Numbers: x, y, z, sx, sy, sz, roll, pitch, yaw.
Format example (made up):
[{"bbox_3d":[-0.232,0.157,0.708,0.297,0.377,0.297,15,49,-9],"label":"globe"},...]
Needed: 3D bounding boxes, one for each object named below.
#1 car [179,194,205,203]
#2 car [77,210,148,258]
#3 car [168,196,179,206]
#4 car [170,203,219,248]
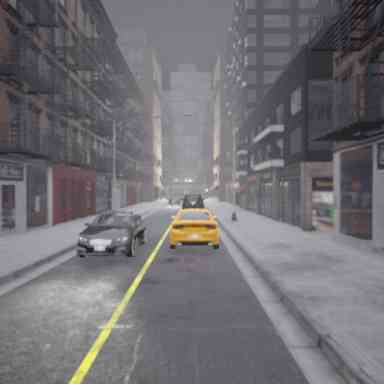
[{"bbox_3d":[0.105,1.175,33.500,2.150,2.045,5.566,0,0,0],"label":"car"},{"bbox_3d":[-2.849,1.478,12.731,2.128,1.511,4.902,0,0,0],"label":"car"},{"bbox_3d":[-2.814,1.384,53.269,2.128,1.511,4.902,0,0,0],"label":"car"},{"bbox_3d":[0.102,1.462,14.627,1.882,1.535,5.008,0,0,0],"label":"car"}]
